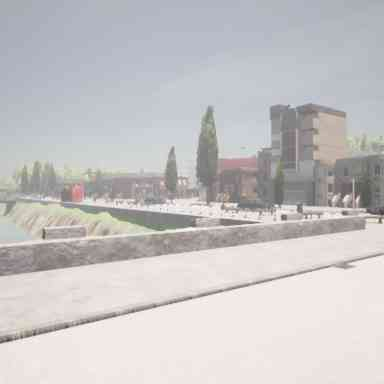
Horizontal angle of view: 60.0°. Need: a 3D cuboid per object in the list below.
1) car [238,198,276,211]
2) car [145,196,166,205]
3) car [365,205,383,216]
[{"bbox_3d":[7.309,1.503,37.950,1.837,1.490,4.892,0,0,-36],"label":"car"},{"bbox_3d":[-6.382,1.505,57.169,1.837,1.490,4.892,0,-1,-35],"label":"car"},{"bbox_3d":[18.595,1.545,29.851,2.033,1.411,5.357,0,0,-40],"label":"car"}]
